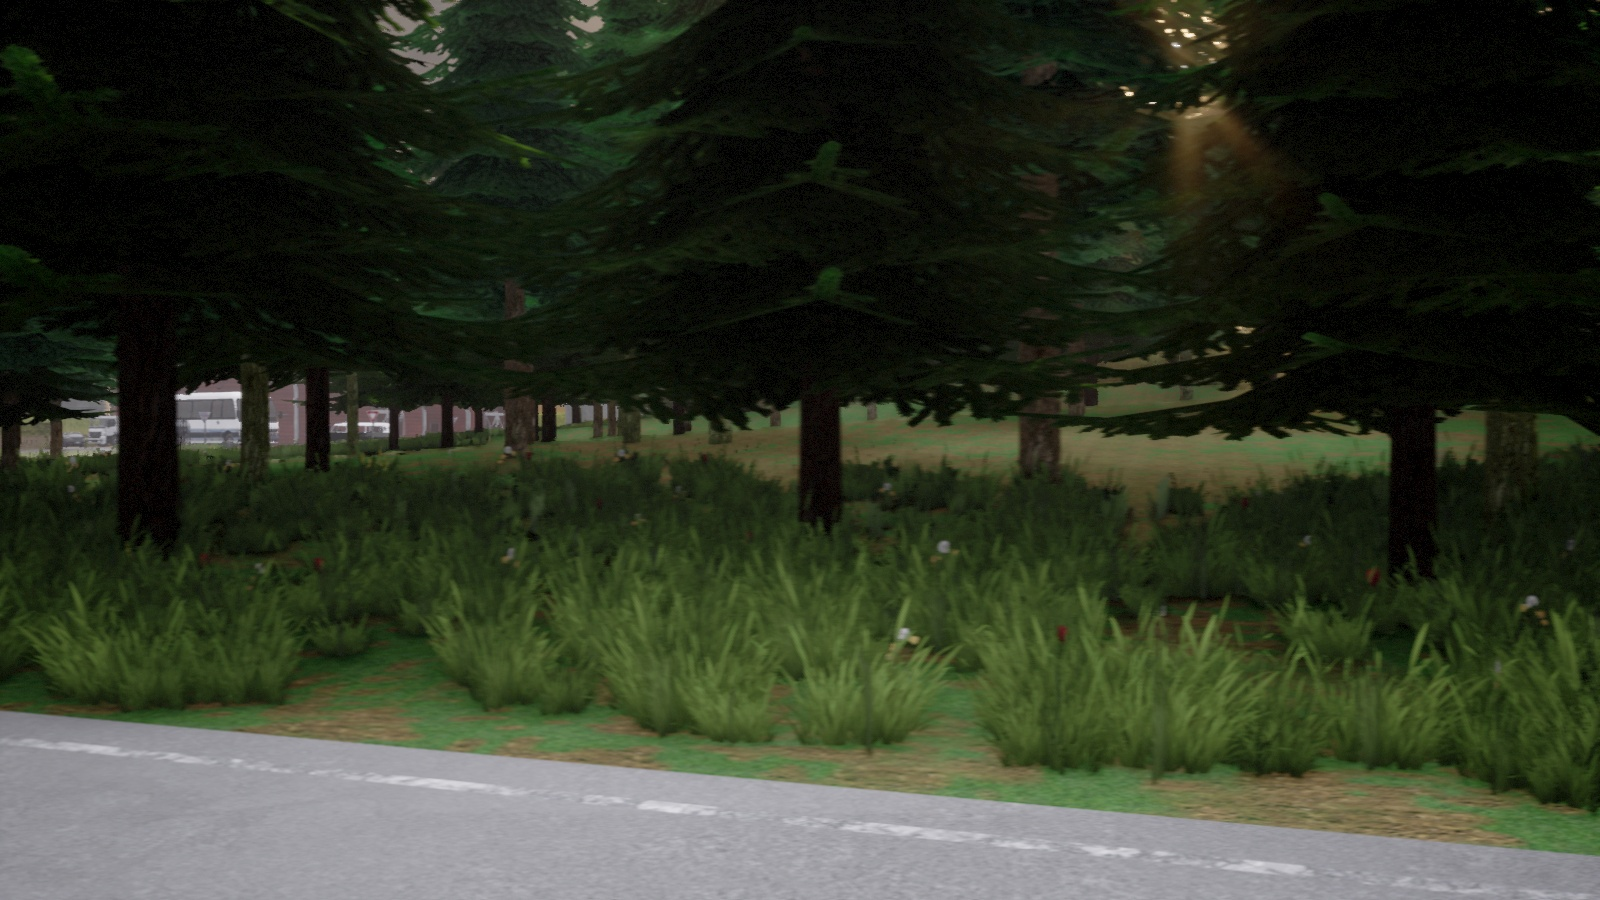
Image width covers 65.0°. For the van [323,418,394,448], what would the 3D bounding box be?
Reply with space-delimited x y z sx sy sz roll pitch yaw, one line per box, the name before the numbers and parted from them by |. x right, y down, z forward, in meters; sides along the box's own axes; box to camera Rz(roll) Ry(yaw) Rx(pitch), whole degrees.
van | -31.722 -1.217 90.270 4.480 2.038 2.069 1 2 -8
